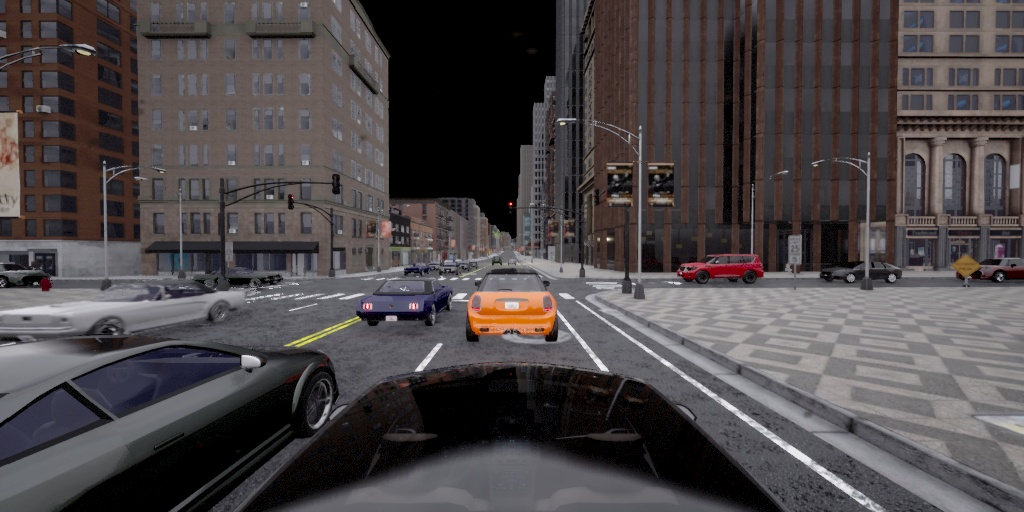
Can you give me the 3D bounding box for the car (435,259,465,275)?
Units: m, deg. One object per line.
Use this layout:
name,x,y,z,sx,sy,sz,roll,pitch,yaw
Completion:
car,-6.610,1.331,38.846,1.994,1.385,4.181,0,0,0

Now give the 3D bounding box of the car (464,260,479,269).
car,-6.597,1.343,58.824,1.994,1.385,4.181,0,0,0

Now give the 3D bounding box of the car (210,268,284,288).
car,-17.924,1.421,23.713,4.718,1.301,1.895,0,1,-1

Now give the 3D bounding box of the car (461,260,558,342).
car,0.008,1.101,9.959,2.097,1.767,4.553,0,0,0

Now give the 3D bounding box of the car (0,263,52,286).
car,-33.617,1.232,23.670,4.553,1.767,2.097,0,1,0

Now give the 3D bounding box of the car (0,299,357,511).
car,-3.158,1.314,2.790,1.994,1.385,4.181,0,0,1

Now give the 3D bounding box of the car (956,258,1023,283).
car,35.007,0.926,25.705,4.553,1.767,2.097,0,1,0

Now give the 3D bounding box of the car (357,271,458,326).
car,-3.152,1.350,11.610,1.895,1.301,4.718,0,0,0

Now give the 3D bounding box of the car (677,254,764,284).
car,14.833,0.876,25.633,5.566,2.045,2.150,0,1,0

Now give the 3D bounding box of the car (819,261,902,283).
car,24.888,1.119,25.673,4.892,1.490,1.837,0,1,0

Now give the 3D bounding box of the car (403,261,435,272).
car,-9.861,1.367,37.638,1.895,1.301,4.718,0,0,0

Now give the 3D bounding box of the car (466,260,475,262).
car,-6.612,1.338,48.804,1.994,1.385,4.181,0,0,0

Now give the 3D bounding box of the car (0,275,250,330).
car,-9.681,1.350,9.407,1.895,1.301,4.718,0,0,2

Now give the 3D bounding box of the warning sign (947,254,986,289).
warning sign,25.173,0.827,19.871,1.060,1.860,1.300,0,0,0
